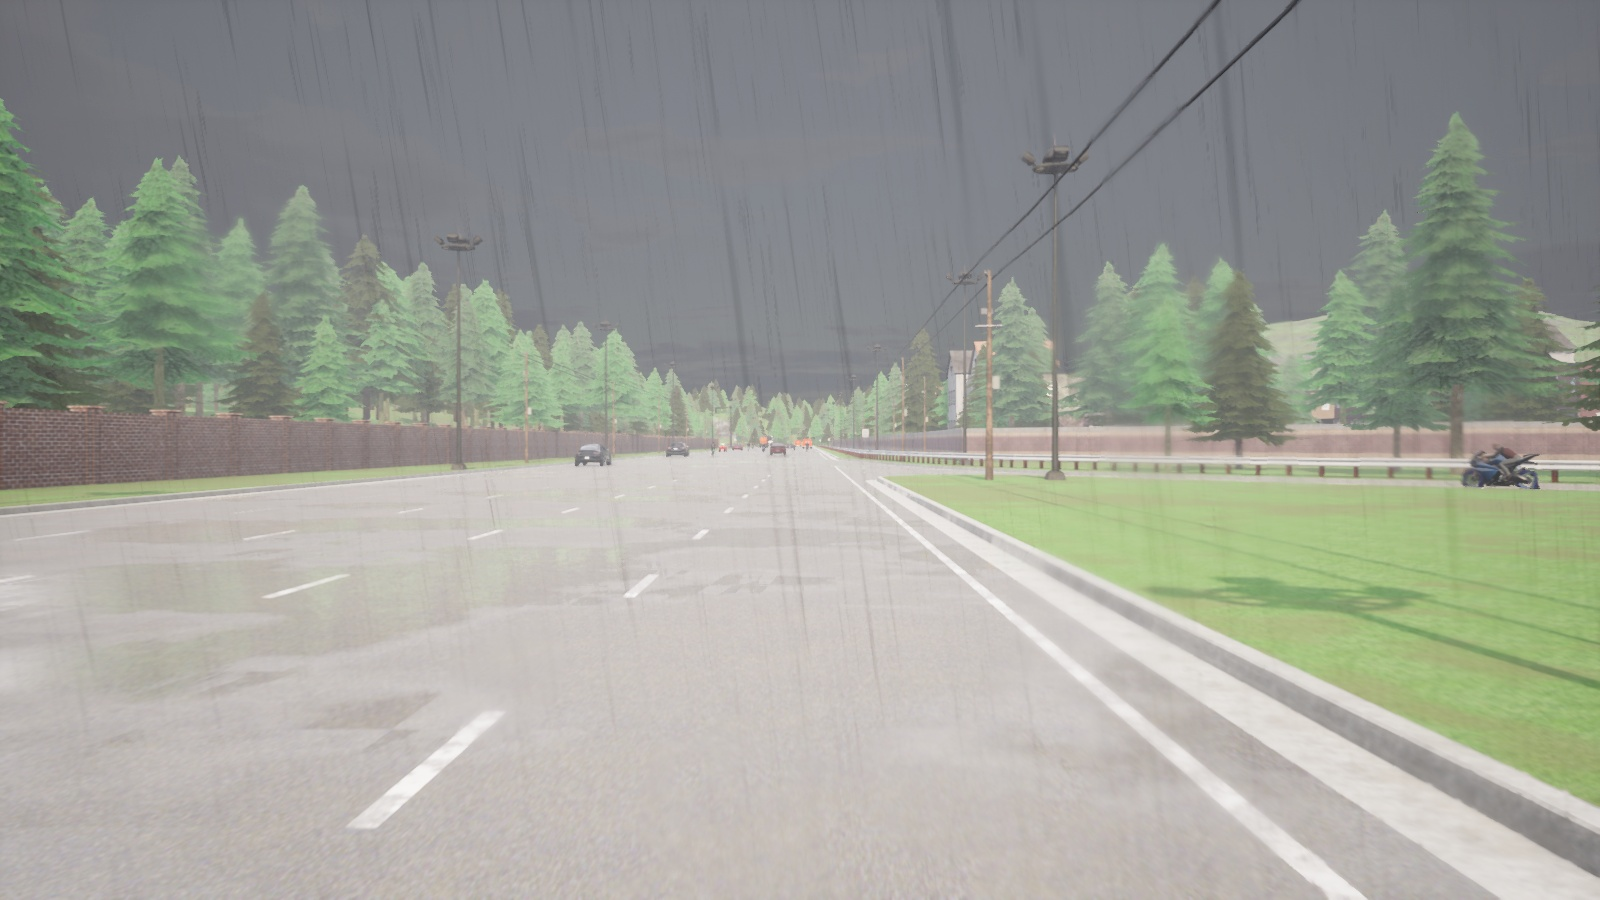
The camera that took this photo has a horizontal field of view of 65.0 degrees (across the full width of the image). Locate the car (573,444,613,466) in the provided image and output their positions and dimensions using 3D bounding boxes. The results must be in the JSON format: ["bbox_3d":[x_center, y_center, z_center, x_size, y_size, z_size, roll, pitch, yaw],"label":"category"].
[{"bbox_3d":[-13.517,0.298,82.077,1.812,1.442,4.674,0,0,0],"label":"car"}]

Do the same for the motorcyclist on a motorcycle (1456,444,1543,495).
[{"bbox_3d":[21.671,0.579,38.935,0.866,1.530,2.191,0,0,-40],"label":"motorcyclist on a motorcycle"}]
